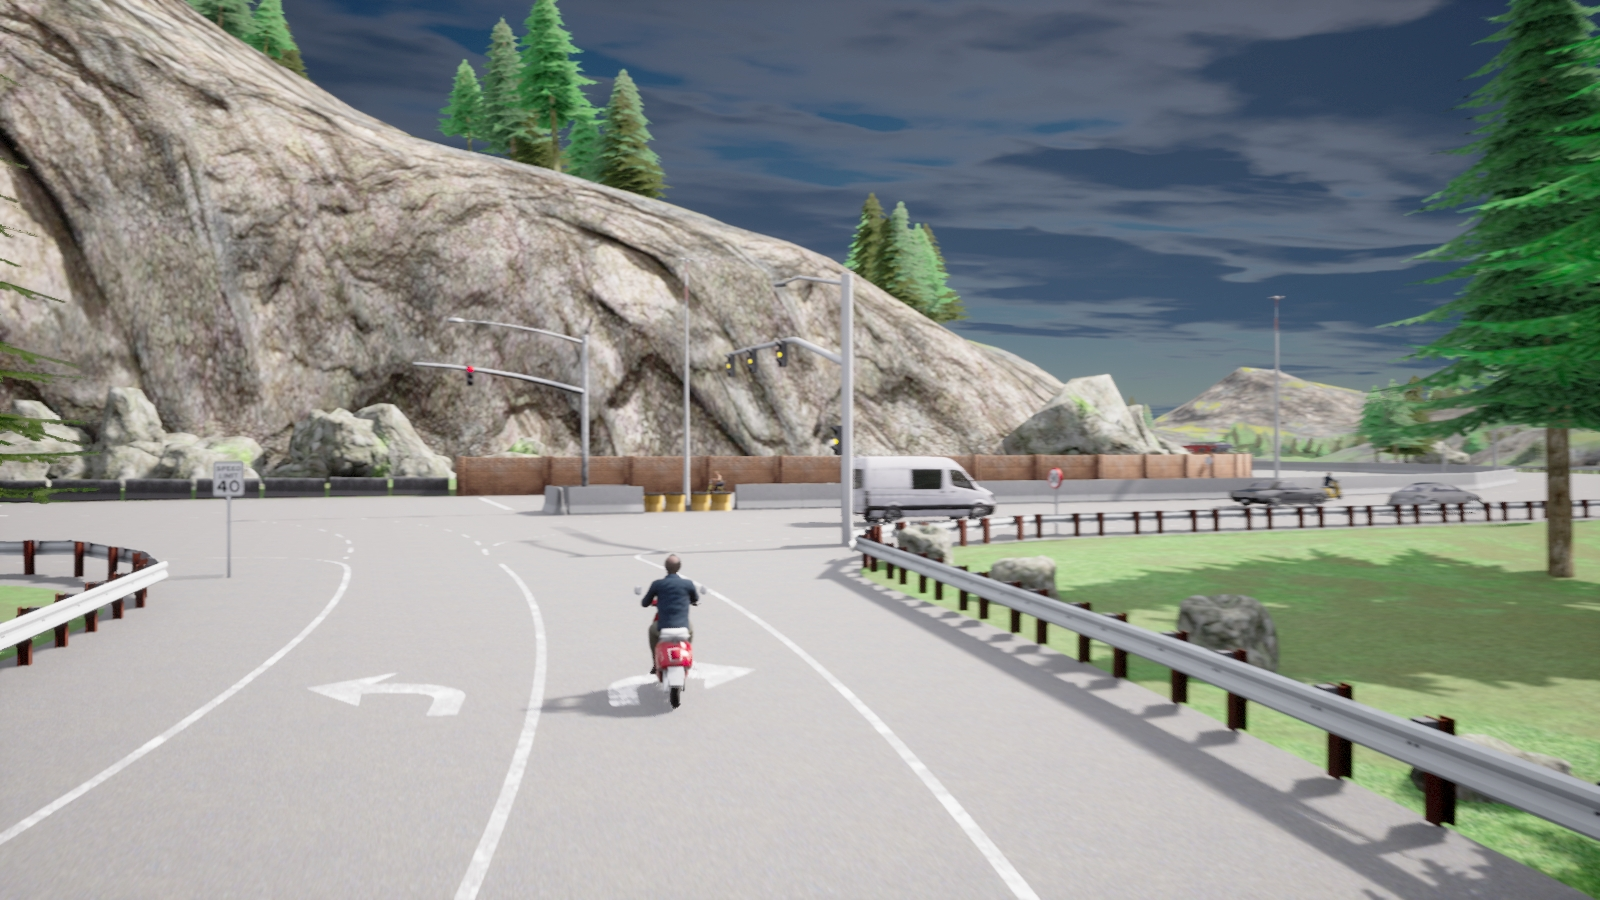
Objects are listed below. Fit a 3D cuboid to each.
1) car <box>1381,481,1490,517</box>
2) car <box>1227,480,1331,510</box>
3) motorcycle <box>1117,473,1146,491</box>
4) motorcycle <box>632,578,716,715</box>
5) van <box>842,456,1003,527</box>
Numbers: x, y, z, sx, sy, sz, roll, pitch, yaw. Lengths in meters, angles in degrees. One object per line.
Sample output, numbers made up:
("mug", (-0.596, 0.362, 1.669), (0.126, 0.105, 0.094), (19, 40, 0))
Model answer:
("car", (27.549, 2.092, 49.541), (4.181, 1.385, 1.994), (0, 0, -24))
("car", (23.160, 2.132, 55.268), (4.718, 1.301, 1.895), (0, 0, -23))
("motorcycle", (22.466, 2.159, 77.437), (1.805, 1.236, 0.856), (0, -1, -26))
("motorcycle", (-1.467, 2.183, 13.020), (0.856, 1.236, 1.805), (0, 0, -9))
("van", (4.733, 1.528, 44.046), (5.915, 2.561, 1.988), (0, 0, -22))
